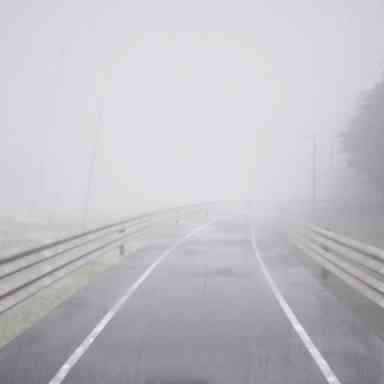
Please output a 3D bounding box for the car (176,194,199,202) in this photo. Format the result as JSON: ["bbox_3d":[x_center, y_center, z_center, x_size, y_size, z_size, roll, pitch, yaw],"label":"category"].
[{"bbox_3d":[-1.483,1.422,78.116,4.553,1.767,2.097,1,0,-32],"label":"car"}]

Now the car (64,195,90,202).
[{"bbox_3d":[-24.762,1.379,71.592,4.892,1.490,1.837,1,0,-32],"label":"car"}]

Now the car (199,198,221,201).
[{"bbox_3d":[5.096,1.720,86.454,5.357,1.411,2.033,1,0,-32],"label":"car"}]

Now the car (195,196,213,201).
[{"bbox_3d":[3.217,1.709,89.406,4.674,1.442,1.812,1,0,-32],"label":"car"}]

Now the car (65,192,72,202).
[{"bbox_3d":[-22.853,1.099,68.658,5.566,2.045,2.150,1,0,-32],"label":"car"}]

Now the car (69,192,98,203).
[{"bbox_3d":[-21.015,1.289,65.679,4.892,1.490,1.837,1,-1,-32],"label":"car"}]
